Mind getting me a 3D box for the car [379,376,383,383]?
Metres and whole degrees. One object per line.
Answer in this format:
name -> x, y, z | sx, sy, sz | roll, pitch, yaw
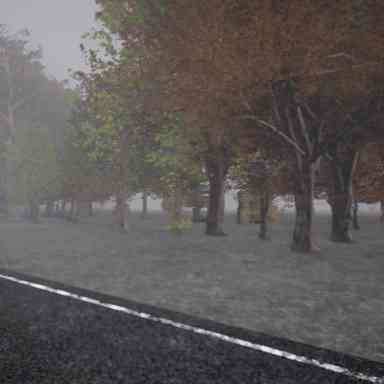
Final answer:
car -> 3.321, 1.546, 1.210 | 4.718, 1.301, 1.895 | 1, -1, 36
